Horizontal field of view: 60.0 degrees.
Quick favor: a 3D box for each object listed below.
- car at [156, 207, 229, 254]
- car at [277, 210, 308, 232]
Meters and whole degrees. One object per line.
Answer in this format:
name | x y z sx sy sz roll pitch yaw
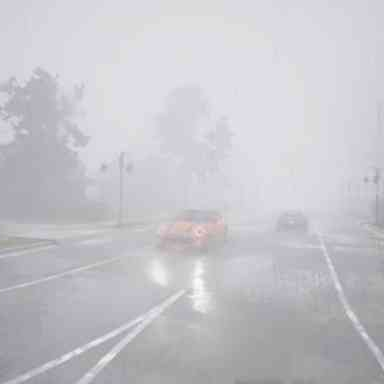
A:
car | 0.168 1.494 14.464 2.097 1.767 4.553 1 0 19
car | 7.070 1.945 23.330 1.994 1.385 4.181 1 -1 19
